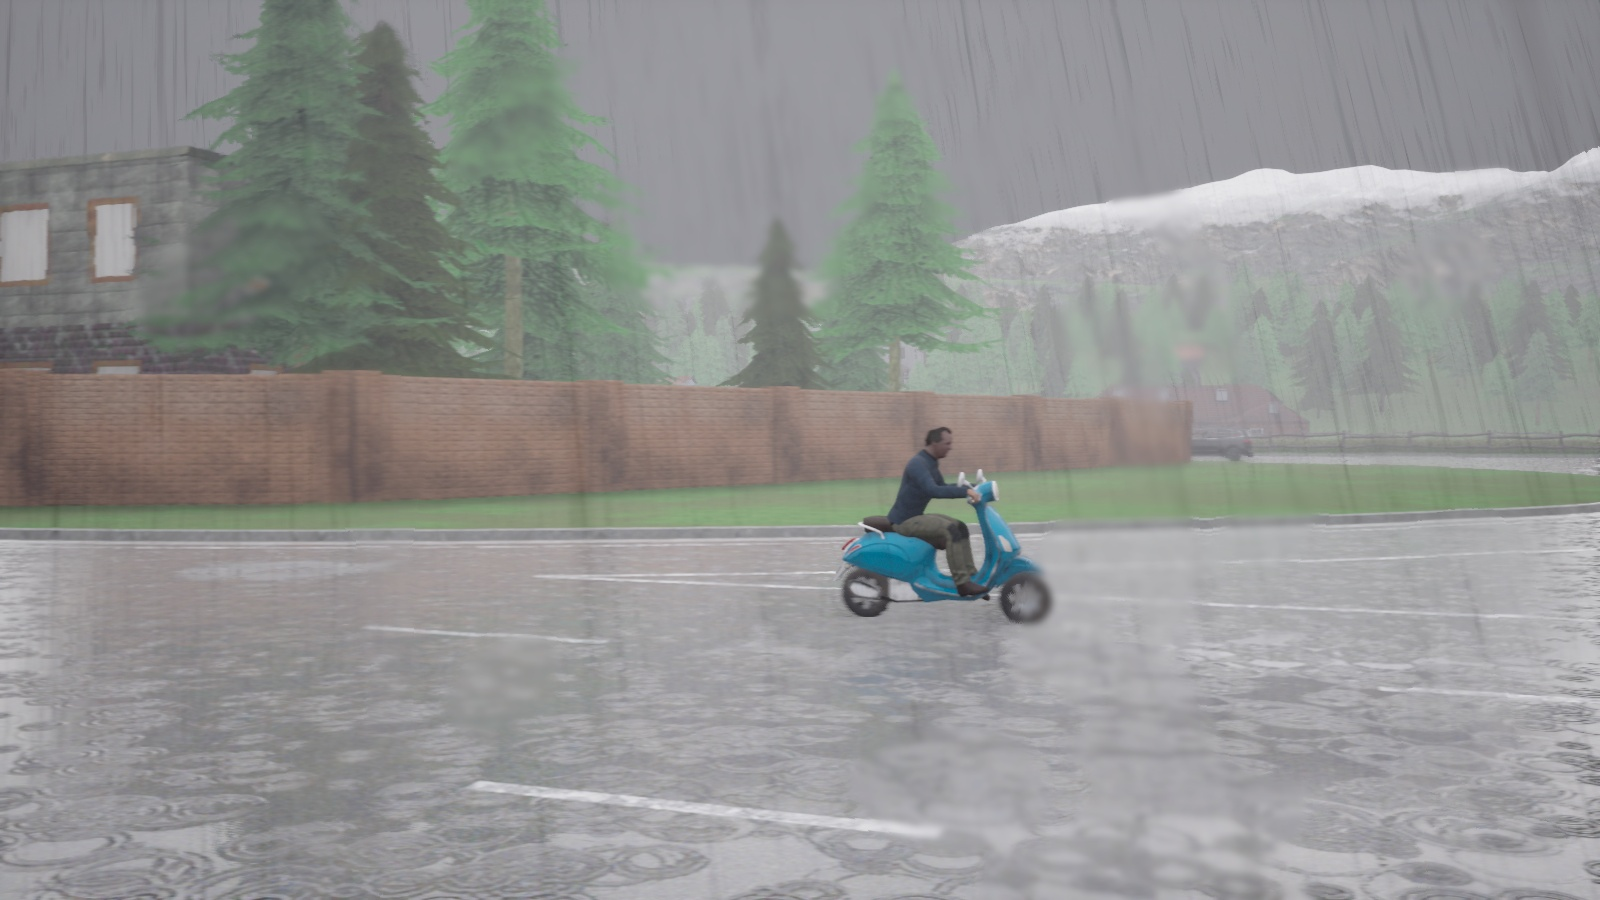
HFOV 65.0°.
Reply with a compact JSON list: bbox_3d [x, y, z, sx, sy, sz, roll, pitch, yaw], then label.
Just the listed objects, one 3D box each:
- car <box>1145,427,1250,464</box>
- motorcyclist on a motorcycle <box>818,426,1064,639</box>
[{"bbox_3d":[18.771,-0.213,59.293,4.611,1.667,2.242,1,1,19],"label":"car"},{"bbox_3d":[1.155,0.613,10.189,1.817,1.590,0.866,1,1,19],"label":"motorcyclist on a motorcycle"}]
